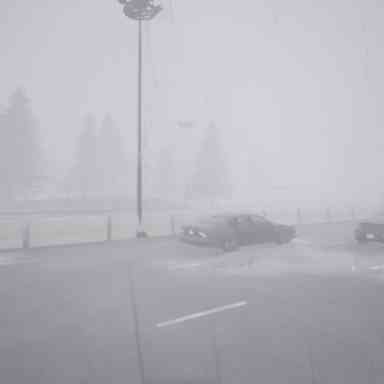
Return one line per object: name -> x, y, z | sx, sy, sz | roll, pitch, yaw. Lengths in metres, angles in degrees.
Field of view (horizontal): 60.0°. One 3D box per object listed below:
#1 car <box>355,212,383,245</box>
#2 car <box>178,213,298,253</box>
car -> 8.866, 1.566, 14.385 | 4.674, 1.442, 1.812 | 0, 0, -35
car -> 2.025, 1.570, 13.831 | 5.357, 1.411, 2.033 | 0, 0, -35
